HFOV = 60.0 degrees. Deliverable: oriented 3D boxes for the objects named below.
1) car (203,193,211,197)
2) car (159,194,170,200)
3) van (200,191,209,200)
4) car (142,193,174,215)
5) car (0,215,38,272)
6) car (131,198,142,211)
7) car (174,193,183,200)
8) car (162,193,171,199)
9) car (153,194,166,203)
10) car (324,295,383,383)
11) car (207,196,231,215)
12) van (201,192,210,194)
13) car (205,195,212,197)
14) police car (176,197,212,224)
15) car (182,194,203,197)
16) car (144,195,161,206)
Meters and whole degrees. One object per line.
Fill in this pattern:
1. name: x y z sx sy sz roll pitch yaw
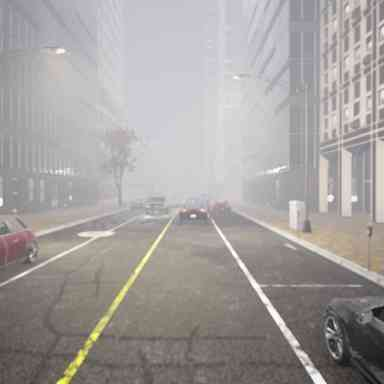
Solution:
1. car: 2.653 1.238 48.433 2.008 1.369 4.403 0 0 0
2. car: -5.823 1.032 71.226 1.947 1.339 4.313 0 1 0
3. van: 2.720 0.807 71.232 1.690 1.788 3.998 0 1 0
4. car: -3.122 1.155 31.311 2.097 1.767 4.553 0 0 0
5. car: -5.699 1.386 8.537 1.967 1.590 4.097 0 0 0
6. car: -5.720 1.318 37.027 2.008 1.369 4.403 0 0 0
7. car: -3.056 0.920 72.999 1.882 1.535 5.008 0 1 0
8. car: -5.877 0.914 78.460 1.752 1.417 4.829 0 1 0
9. car: -5.735 1.153 59.831 1.947 1.339 4.313 0 1 0
10. car: 2.686 1.547 2.846 1.947 1.339 4.313 0 0 0
11. car: 2.665 1.348 31.334 1.887 1.381 4.507 0 0 0
12. van: 2.647 0.927 59.836 1.690 1.788 3.998 0 1 0
13. car: 2.661 1.349 37.032 1.802 1.307 4.206 0 0 0
14. police car: 0.080 1.356 23.708 2.038 1.542 4.974 0 0 0
15. car: 0.067 1.301 41.773 1.994 1.385 4.181 0 0 0
16. car: -5.728 1.233 48.427 1.887 1.381 4.507 0 0 0
